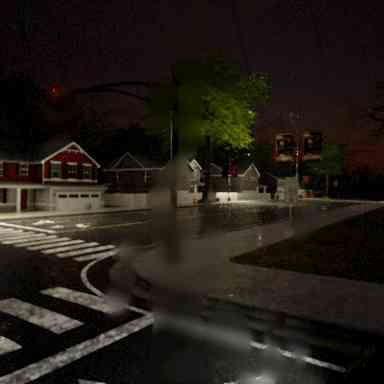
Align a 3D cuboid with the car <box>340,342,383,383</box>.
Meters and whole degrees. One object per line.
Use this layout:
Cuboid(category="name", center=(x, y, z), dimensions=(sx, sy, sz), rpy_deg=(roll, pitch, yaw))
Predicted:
Cuboid(category="car", center=(3.204, 1.506, 1.394), dimensions=(4.892, 1.490, 1.837), rpy_deg=(0, 0, 36))
